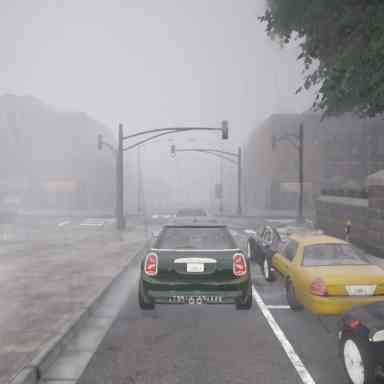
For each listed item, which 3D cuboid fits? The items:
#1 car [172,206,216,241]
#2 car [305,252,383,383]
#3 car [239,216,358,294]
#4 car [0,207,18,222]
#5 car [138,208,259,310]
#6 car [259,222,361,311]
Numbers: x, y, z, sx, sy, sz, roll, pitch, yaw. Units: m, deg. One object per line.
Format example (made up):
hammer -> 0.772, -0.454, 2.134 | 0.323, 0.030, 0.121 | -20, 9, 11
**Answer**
car -> -0.052, 1.558, 17.899 | 2.033, 1.411, 5.357 | 0, -1, -3
car -> 2.625, 1.550, 2.435 | 2.008, 1.369, 4.403 | -1, 0, 0
car -> 2.664, 1.548, 9.571 | 2.008, 1.369, 4.403 | -1, 0, 0
car -> -14.727, 1.426, 23.071 | 4.892, 1.490, 1.837 | 1, 1, 0
car -> 0.076, 1.350, 7.978 | 2.097, 1.767, 4.553 | 0, 0, 0
car -> 2.685, 1.523, 7.597 | 1.752, 1.417, 4.829 | -1, 0, 0
